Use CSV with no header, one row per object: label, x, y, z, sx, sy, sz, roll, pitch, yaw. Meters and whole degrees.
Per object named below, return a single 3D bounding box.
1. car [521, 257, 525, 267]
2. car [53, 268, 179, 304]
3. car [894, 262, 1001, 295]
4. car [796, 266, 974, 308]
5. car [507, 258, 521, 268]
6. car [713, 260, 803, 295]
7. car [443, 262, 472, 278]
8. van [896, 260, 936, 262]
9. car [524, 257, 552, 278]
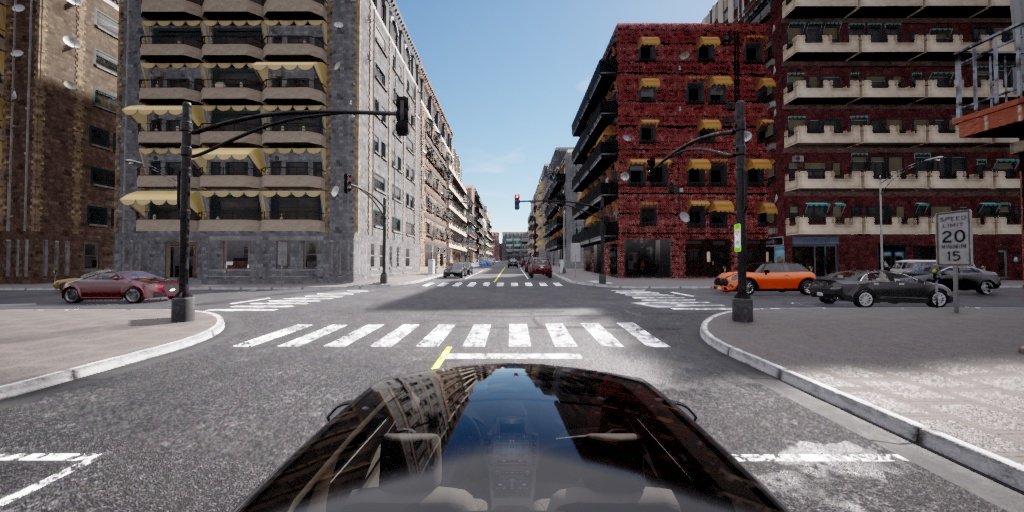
car,2.617,1.086,44.895,2.192,1.841,5.009,0,0,0
car,-17.191,1.339,16.056,4.181,1.385,1.994,0,-1,0
car,22.419,1.220,18.865,4.902,1.511,2.128,0,-1,0
car,13.759,1.185,13.466,4.403,1.370,2.007,0,0,0
car,0.171,1.329,63.933,1.837,1.490,4.892,0,0,0
car,13.224,1.102,18.929,4.553,1.767,2.097,0,-1,1
car,-5.277,1.328,33.736,1.948,1.339,4.313,0,0,0
van,24.926,1.115,21.305,3.998,1.789,1.690,0,0,0
car,2.604,1.076,33.772,2.192,1.841,5.009,0,0,0
